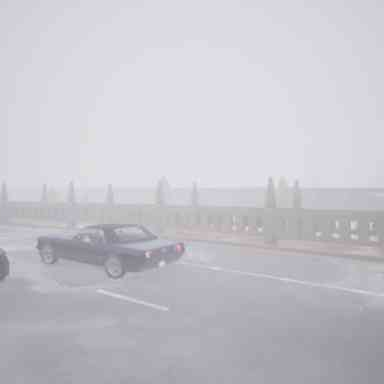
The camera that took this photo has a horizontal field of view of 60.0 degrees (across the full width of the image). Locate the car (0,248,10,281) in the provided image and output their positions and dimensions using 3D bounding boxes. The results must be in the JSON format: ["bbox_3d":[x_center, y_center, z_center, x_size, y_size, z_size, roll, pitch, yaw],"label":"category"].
[{"bbox_3d":[-6.492,1.544,8.315,4.181,1.385,1.994,0,0,32],"label":"car"}]

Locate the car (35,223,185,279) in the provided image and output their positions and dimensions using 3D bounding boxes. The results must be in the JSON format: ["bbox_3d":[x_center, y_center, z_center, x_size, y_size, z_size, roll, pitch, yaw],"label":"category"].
[{"bbox_3d":[-2.634,1.598,10.022,4.718,1.301,1.895,0,0,34],"label":"car"}]
